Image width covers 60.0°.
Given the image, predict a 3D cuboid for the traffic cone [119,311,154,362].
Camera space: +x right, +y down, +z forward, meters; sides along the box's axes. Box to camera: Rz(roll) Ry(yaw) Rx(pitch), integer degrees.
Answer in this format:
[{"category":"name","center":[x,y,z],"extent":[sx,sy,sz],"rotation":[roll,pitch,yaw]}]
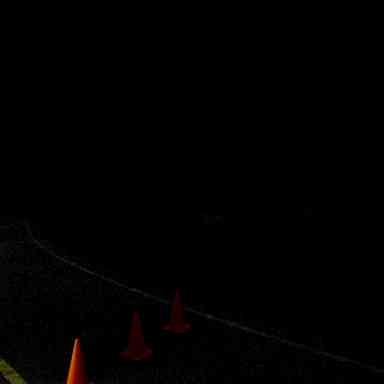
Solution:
[{"category":"traffic cone","center":[-0.764,1.938,4.590],"extent":[0.340,0.580,0.340],"rotation":[1,1,31]}]

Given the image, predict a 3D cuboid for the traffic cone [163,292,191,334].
[{"category":"traffic cone","center":[-0.245,1.931,5.441],"extent":[0.340,0.580,0.340],"rotation":[1,1,31]}]

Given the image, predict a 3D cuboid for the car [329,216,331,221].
[{"category":"car","center":[35.611,6.632,82.737],"extent":[1.851,1.617,3.988],"rotation":[-4,-3,4]}]

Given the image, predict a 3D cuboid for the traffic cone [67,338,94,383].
[{"category":"traffic cone","center":[-1.284,1.945,3.740],"extent":[0.340,0.580,0.340],"rotation":[1,1,31]}]
